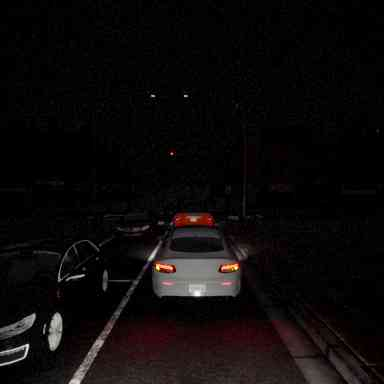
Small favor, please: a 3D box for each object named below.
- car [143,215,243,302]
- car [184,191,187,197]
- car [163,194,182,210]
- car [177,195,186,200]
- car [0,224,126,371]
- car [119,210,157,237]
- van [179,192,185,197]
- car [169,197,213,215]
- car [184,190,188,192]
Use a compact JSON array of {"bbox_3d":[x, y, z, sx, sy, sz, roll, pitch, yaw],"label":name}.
[{"bbox_3d":[0.090,1.523,8.123,1.812,1.442,4.674,0,0,0],"label":"car"},{"bbox_3d":[-2.755,1.307,71.201,2.192,1.841,5.009,-1,0,0],"label":"car"},{"bbox_3d":[-2.721,1.483,43.502,1.967,1.590,4.097,-2,0,0],"label":"car"},{"bbox_3d":[-2.768,1.429,87.822,2.008,1.369,4.403,-1,0,0],"label":"car"},{"bbox_3d":[-2.666,1.548,5.830,2.008,1.369,4.403,-2,0,0],"label":"car"},{"bbox_3d":[-2.680,1.582,16.724,1.802,1.307,4.206,-2,0,0],"label":"car"},{"bbox_3d":[-2.748,1.359,65.658,1.690,1.788,3.998,-1,0,0],"label":"van"},{"bbox_3d":[0.076,1.353,18.086,2.097,1.767,4.553,0,0,0],"label":"car"},{"bbox_3d":[-2.777,1.131,93.371,2.192,1.841,5.009,-1,1,0],"label":"car"}]
